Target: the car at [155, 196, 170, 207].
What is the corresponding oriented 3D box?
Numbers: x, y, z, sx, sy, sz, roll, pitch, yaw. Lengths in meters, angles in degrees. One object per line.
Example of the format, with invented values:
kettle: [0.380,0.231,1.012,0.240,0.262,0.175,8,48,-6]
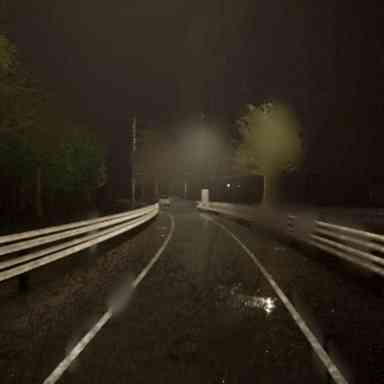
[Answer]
car: [-5.561,1.695,61.926,2.150,2.045,5.566,1,-1,-17]
